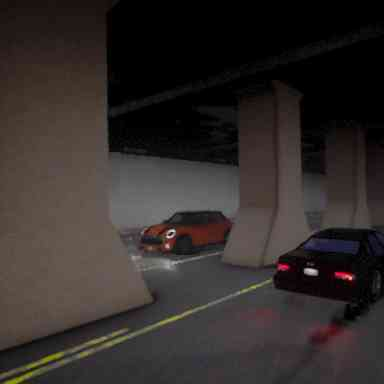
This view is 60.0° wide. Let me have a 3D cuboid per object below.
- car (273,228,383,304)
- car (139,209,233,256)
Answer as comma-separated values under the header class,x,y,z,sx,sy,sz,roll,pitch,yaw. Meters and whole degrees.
class,x,y,z,sx,sy,sz,roll,pitch,yaw
car,4.038,1.634,8.459,2.033,1.411,5.357,-2,-1,42
car,-0.128,1.609,14.577,2.097,1.767,4.553,-2,-1,42
